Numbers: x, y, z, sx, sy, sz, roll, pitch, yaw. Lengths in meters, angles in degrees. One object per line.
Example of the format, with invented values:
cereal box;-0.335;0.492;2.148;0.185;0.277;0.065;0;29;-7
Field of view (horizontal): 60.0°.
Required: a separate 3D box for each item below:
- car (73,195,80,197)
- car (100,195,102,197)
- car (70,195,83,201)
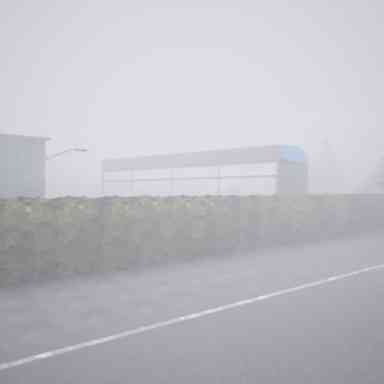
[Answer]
car;-25.375;1.389;70.824;1.970;1.475;3.806;0;0;-36
car;-14.494;1.335;55.657;2.152;1.636;5.027;0;0;-36
car;-27.341;1.379;78.575;1.845;1.501;3.633;0;0;-36
